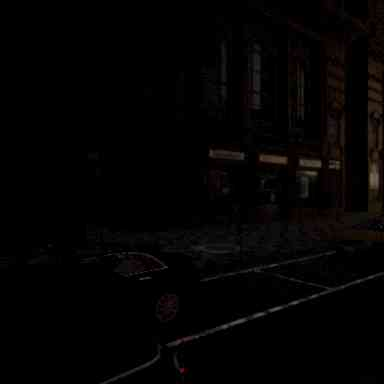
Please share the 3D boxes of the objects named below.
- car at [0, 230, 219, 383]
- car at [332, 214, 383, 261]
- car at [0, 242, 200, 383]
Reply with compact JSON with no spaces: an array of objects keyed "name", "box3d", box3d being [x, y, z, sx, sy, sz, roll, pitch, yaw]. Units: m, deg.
[{"name":"car","box3d":[-1.884,1.571,5.424,4.403,1.369,2.008,0,1,-37]},{"name":"car","box3d":[6.946,1.497,12.115,4.829,1.417,1.752,0,1,-37]},{"name":"car","box3d":[-2.156,1.369,1.651,4.553,1.767,2.097,0,0,-37]}]
